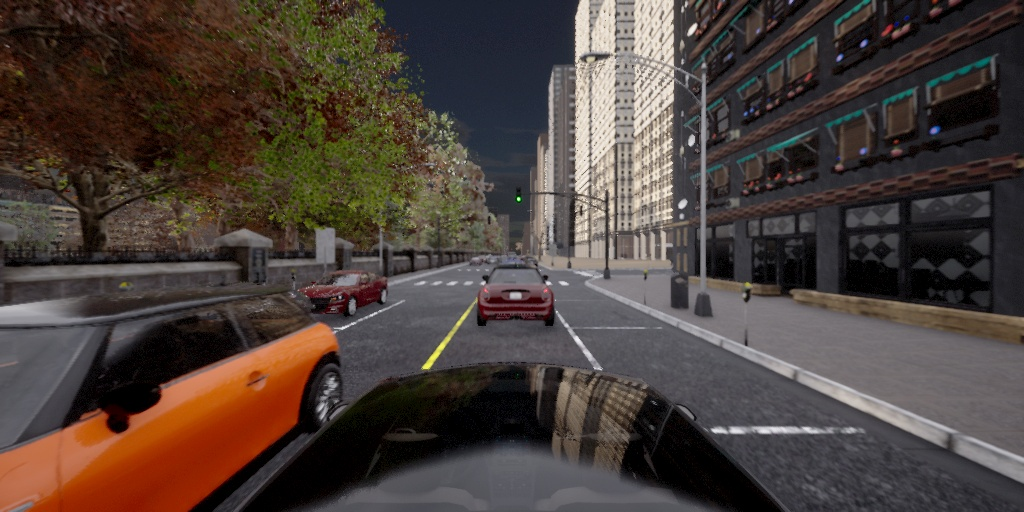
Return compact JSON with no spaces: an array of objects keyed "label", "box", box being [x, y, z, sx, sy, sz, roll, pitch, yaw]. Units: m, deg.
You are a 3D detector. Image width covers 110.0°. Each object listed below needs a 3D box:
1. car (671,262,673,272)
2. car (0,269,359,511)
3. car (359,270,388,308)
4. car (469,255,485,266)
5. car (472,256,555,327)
[{"label":"car","box":[14.689,0.768,27.987,4.313,1.339,1.948,0,0,0]},{"label":"car","box":[-3.095,1.094,2.434,2.097,1.767,4.553,0,1,0]},{"label":"car","box":[-5.819,1.186,12.659,1.888,1.381,4.507,0,0,0]},{"label":"car","box":[-5.683,0.815,56.207,1.802,1.307,4.207,0,0,0]},{"label":"car","box":[0.104,1.008,11.308,2.097,1.767,4.553,0,1,0]}]
